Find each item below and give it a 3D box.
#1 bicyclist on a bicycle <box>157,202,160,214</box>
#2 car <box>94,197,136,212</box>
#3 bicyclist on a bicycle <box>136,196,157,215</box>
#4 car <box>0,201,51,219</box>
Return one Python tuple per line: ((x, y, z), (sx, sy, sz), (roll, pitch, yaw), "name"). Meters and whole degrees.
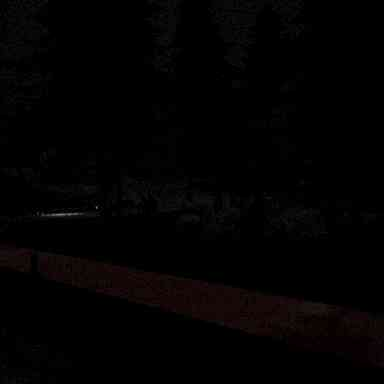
((-3.511, 1.142, 28.907), (1.656, 1.620, 0.582), (0, 0, 22), "bicyclist on a bicycle")
((-8.278, 1.329, 35.889), (2.128, 1.511, 4.902), (0, 0, 36), "car")
((-4.072, 1.141, 28.424), (1.656, 1.620, 0.582), (0, 0, 15), "bicyclist on a bicycle")
((-14.331, 1.438, 27.403), (1.895, 1.301, 4.718), (0, 0, 35), "car")
